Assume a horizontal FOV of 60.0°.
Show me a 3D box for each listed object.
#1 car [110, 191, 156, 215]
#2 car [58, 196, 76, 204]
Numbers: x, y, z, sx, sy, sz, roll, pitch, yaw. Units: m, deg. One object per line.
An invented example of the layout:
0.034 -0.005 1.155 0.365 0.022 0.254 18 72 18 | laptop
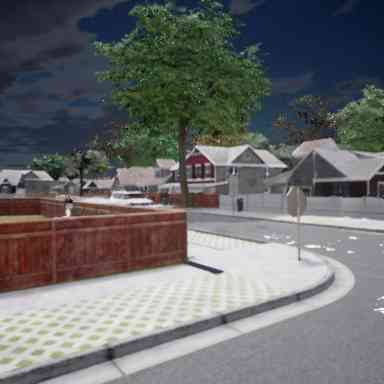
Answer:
-5.194 0.936 28.267 2.150 2.045 5.566 -2 1 -35 | car
-17.664 1.169 46.692 1.895 1.301 4.718 -2 1 -31 | car
